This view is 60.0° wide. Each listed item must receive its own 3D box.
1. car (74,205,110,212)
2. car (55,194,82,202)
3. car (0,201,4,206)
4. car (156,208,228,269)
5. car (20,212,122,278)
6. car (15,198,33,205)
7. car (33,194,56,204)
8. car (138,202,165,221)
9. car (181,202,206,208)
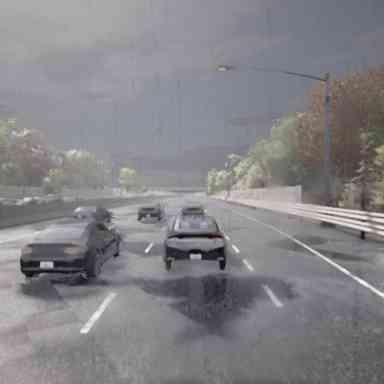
[{"bbox_3d":[-6.901,1.613,22.968,2.033,1.411,5.357,0,0,0],"label":"car"},{"bbox_3d":[-17.573,1.511,48.436,2.097,1.767,4.553,0,0,0],"label":"car"},{"bbox_3d":[-28.072,1.626,45.863,1.882,1.535,5.008,0,0,0],"label":"car"},{"bbox_3d":[0.099,1.521,11.297,2.128,1.511,4.902,0,0,0],"label":"car"},{"bbox_3d":[-3.412,1.553,10.089,1.812,1.442,4.674,0,0,0],"label":"car"},{"bbox_3d":[-24.557,1.655,49.866,2.128,1.511,4.902,0,0,0],"label":"car"},{"bbox_3d":[-21.058,1.384,49.827,2.150,2.045,5.566,0,0,0],"label":"car"},{"bbox_3d":[-3.399,1.588,28.260,1.837,1.490,4.892,0,0,0],"label":"car"},{"bbox_3d":[0.101,1.588,28.260,1.837,1.490,4.892,0,0,0],"label":"car"}]
